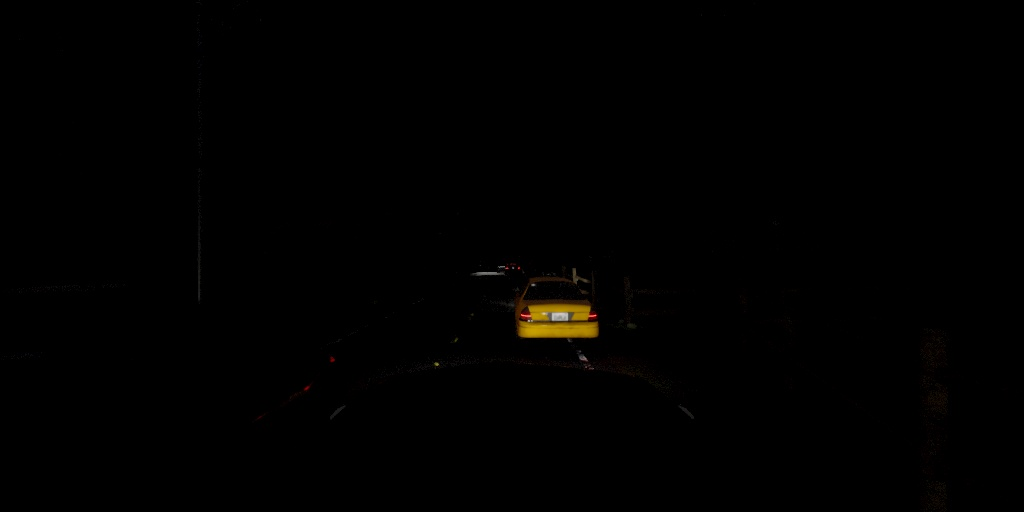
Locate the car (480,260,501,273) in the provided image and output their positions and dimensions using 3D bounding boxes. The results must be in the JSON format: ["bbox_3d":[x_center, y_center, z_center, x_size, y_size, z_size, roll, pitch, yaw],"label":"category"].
[{"bbox_3d":[-2.800,1.322,44.282,1.994,1.385,4.181,0,0,0],"label":"car"}]

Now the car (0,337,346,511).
[{"bbox_3d":[-2.850,1.314,2.318,1.994,1.385,4.181,0,0,0],"label":"car"}]

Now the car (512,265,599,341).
[{"bbox_3d":[0.972,1.204,9.814,1.801,1.575,5.366,0,0,0],"label":"car"}]

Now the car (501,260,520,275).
[{"bbox_3d":[0.125,1.303,39.701,2.033,1.411,5.357,0,0,0],"label":"car"}]
